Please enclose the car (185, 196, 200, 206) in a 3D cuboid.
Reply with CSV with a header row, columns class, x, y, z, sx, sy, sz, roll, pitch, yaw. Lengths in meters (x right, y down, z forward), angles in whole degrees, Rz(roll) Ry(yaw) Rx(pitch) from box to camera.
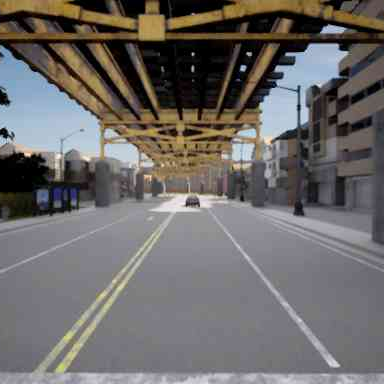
class,x,y,z,sx,sy,sz,roll,pitch,yaw
car,0.107,1.191,45.162,1.994,1.385,4.181,0,1,0
